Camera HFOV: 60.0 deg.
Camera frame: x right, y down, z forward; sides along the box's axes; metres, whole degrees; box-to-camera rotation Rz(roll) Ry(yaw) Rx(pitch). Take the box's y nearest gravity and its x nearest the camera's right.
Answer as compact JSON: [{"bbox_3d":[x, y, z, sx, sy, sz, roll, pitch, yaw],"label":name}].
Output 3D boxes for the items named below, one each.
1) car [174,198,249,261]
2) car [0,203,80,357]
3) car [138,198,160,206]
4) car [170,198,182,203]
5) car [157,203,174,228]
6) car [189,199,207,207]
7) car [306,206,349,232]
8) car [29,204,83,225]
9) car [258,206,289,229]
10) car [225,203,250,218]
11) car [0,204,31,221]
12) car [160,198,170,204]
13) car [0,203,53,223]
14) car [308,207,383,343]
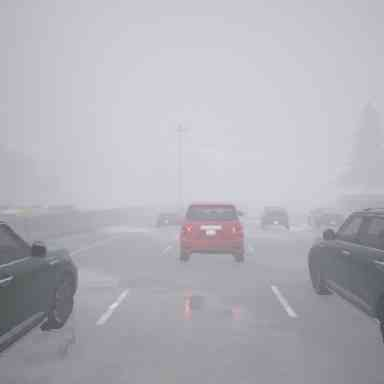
[{"bbox_3d":[0.827,1.364,13.020,2.150,2.045,5.566,0,0,5],"label":"car"},{"bbox_3d":[-3.275,1.263,3.917,2.150,2.045,5.566,0,-1,1],"label":"car"},{"bbox_3d":[-9.216,2.086,68.648,2.097,1.767,4.553,0,-1,25],"label":"car"},{"bbox_3d":[-2.018,2.073,67.441,2.097,1.767,4.553,0,-1,25],"label":"car"},{"bbox_3d":[-1.236,1.781,23.879,1.812,1.442,4.674,0,-1,10],"label":"car"},{"bbox_3d":[1.315,2.235,66.366,1.812,1.442,4.674,0,-1,26],"label":"car"},{"bbox_3d":[9.275,1.775,23.081,1.812,1.442,4.674,0,-1,10],"label":"car"},{"bbox_3d":[-11.318,1.804,28.168,1.837,1.490,4.892,0,-1,11],"label":"car"},{"bbox_3d":[5.934,1.767,24.176,1.837,1.490,4.892,0,0,10],"label":"car"},{"bbox_3d":[5.047,1.936,36.174,2.033,1.411,5.357,0,-1,15],"label":"car"},{"bbox_3d":[-17.882,1.877,31.255,2.033,1.411,5.357,0,-1,11],"label":"car"},{"bbox_3d":[-5.065,2.093,69.210,2.097,1.767,4.553,0,-1,25],"label":"car"},{"bbox_3d":[-14.649,1.789,29.409,1.882,1.535,5.008,0,-1,12],"label":"car"},{"bbox_3d":[3.758,1.278,5.710,2.150,2.045,5.566,0,-2,3],"label":"car"}]
